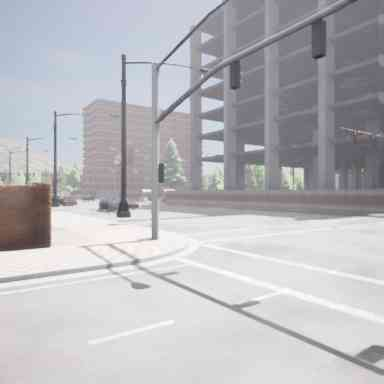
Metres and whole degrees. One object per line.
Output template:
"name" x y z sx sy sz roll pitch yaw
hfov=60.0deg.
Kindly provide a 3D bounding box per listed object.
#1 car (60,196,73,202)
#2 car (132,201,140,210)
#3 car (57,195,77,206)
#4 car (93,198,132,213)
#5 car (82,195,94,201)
"car" -30.780 1.601 81.205 1.895 1.301 4.718 0 0 -35
"car" -8.753 1.552 43.401 2.033 1.411 5.357 0 0 -35
"car" -20.153 1.386 53.771 2.097 1.767 4.553 0 0 -35
"car" -9.056 1.495 37.719 2.128 1.511 4.902 0 0 -35
"car" -24.414 1.371 78.205 1.812 1.442 4.674 0 0 -35
